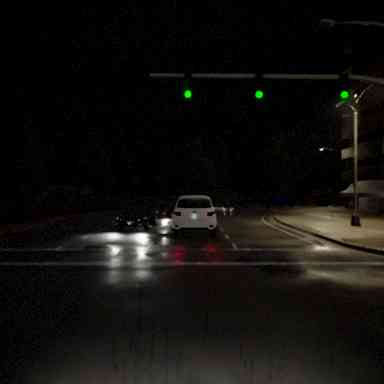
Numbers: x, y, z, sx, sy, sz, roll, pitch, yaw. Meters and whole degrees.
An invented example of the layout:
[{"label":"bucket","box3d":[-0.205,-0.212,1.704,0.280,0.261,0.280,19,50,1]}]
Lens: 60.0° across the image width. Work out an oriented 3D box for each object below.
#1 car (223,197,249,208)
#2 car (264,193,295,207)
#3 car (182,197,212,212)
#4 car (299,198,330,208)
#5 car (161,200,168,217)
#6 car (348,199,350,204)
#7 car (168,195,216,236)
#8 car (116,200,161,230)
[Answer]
[{"label":"car","box3d":[6.412,1.475,48.154,2.128,1.511,4.902,0,0,38]},{"label":"car","box3d":[13.107,1.217,49.890,5.566,2.045,2.150,0,0,-41]},{"label":"car","box3d":[0.691,1.452,39.527,1.882,1.535,5.008,0,0,23]},{"label":"car","box3d":[18.234,1.552,49.380,5.357,1.411,2.033,0,0,-33]},{"label":"car","box3d":[-2.401,1.475,30.001,1.837,1.490,4.892,0,0,13]},{"label":"car","box3d":[27.734,1.526,53.835,4.892,1.490,1.837,0,0,-15]},{"label":"car","box3d":[0.128,1.197,18.281,2.150,2.045,5.566,0,0,1]},{"label":"car","box3d":[-3.341,1.474,20.765,1.837,1.490,4.892,0,0,3]}]
